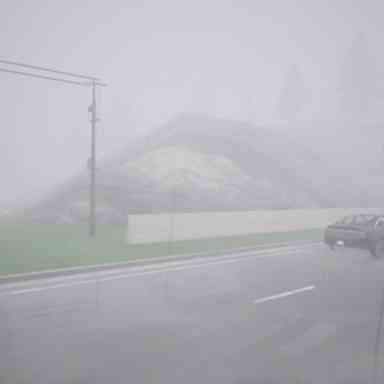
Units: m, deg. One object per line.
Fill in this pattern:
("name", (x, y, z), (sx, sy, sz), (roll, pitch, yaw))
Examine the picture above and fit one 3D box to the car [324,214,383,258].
("car", (7.327, 1.642, 13.374), (4.902, 1.511, 2.128), (1, 0, -35))
